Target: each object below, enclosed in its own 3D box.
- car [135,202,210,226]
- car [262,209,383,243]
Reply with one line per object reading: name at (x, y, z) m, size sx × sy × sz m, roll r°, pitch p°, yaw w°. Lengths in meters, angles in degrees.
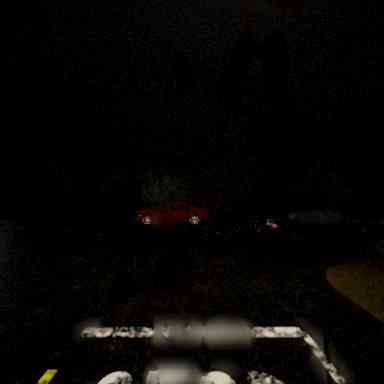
car at (-1.293, 1.418, 22.258) m, size 5.008 × 1.535 × 1.882 m, roll 0°, pitch 0°, yaw -1°
car at (6.023, 1.523, 15.404) m, size 5.357 × 1.411 × 2.033 m, roll 0°, pitch 0°, yaw -1°
